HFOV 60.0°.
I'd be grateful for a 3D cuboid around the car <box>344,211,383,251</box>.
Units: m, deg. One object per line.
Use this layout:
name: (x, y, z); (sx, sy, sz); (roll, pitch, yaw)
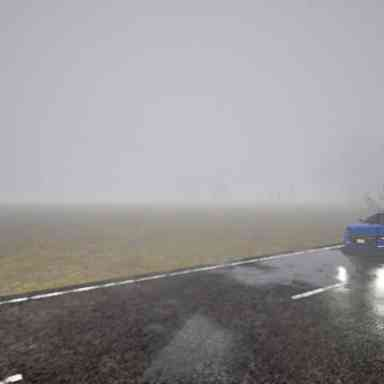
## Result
car: (8.122, 1.507, 13.457); (5.008, 1.535, 1.882); (0, 0, -35)
